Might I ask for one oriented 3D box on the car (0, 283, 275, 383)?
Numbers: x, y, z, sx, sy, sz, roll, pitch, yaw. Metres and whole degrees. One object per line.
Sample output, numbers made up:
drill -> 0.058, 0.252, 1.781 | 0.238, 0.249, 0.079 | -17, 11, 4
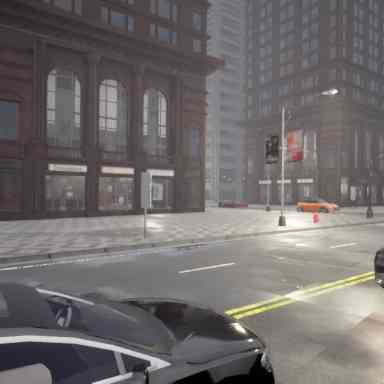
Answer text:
car -> -1.456, 1.492, 2.400 | 4.902, 1.511, 2.128 | 0, 0, -35

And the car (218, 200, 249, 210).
car -> 5.932, 1.839, 47.695 | 1.895, 1.301, 4.718 | 1, -1, -35

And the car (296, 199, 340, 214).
car -> 13.842, 1.529, 36.558 | 2.097, 1.767, 4.553 | 1, -1, -35

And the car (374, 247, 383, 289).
car -> 6.162, 1.516, 7.819 | 4.892, 1.490, 1.837 | 0, 0, -35
